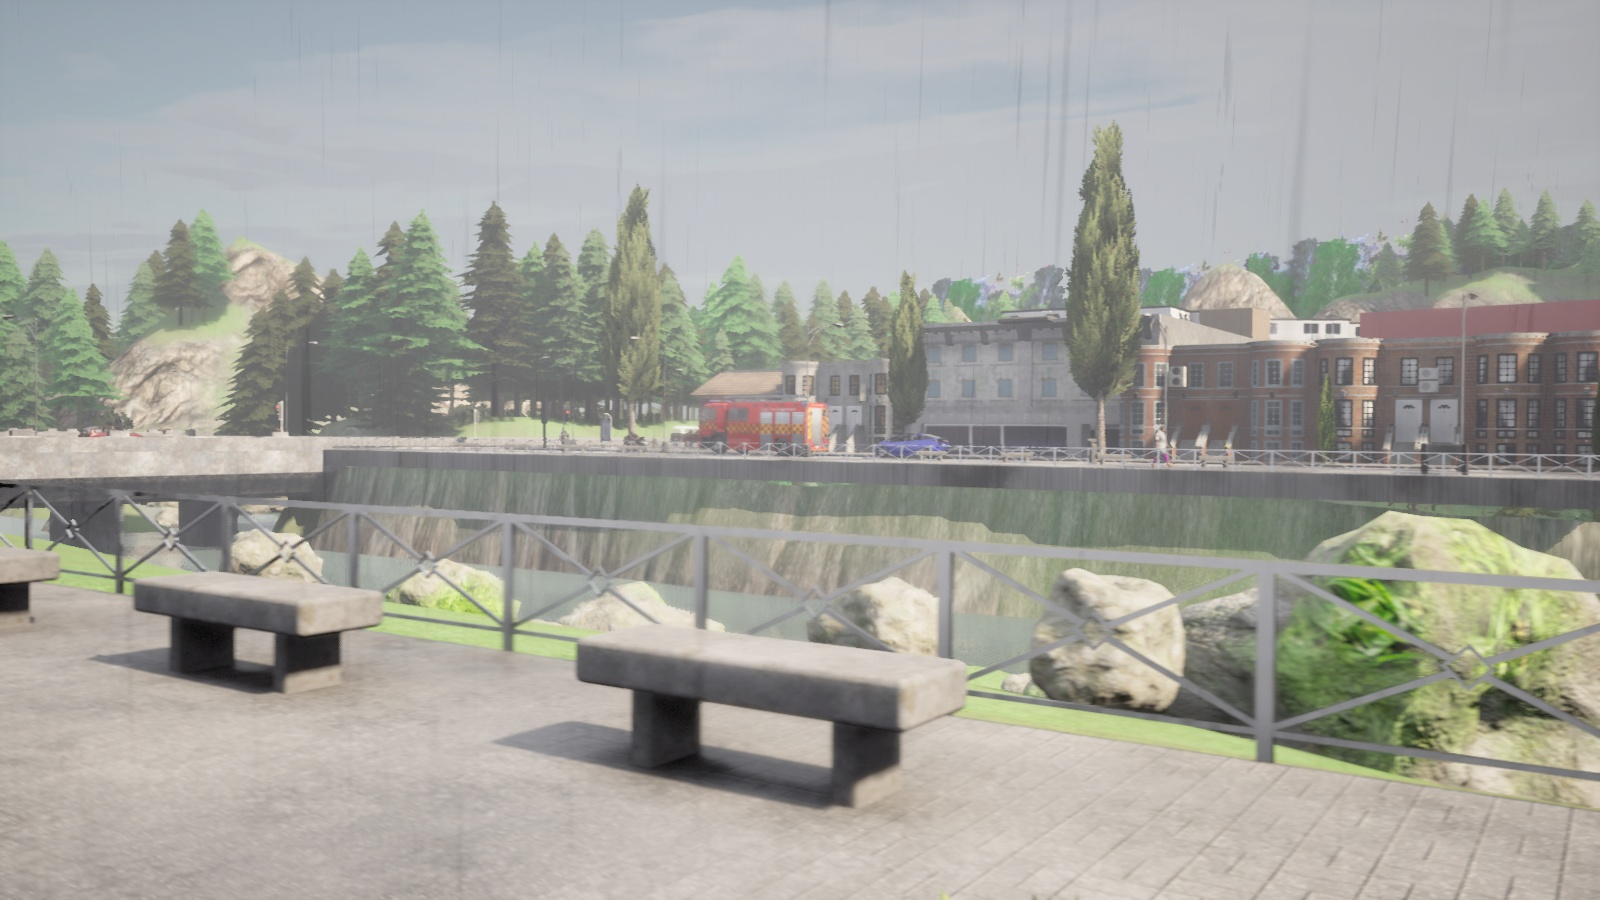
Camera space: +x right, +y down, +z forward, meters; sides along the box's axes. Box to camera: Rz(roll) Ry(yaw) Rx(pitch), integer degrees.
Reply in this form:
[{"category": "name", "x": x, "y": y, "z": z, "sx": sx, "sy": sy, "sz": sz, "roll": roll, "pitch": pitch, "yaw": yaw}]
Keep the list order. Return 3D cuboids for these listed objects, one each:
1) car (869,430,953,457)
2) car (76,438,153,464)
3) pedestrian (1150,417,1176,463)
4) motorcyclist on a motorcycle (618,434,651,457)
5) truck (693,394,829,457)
[{"category": "car", "x": 6.519, "y": -0.389, "z": 73.908, "sx": 4.514, "sy": 1.525, "sz": 2.007, "roll": 0, "pitch": 1, "yaw": 34}, {"category": "car", "x": -41.879, "y": 0.040, "z": 76.826, "sx": 1.789, "sy": 1.549, "sz": 3.705, "roll": 0, "pitch": 1, "yaw": 34}, {"category": "pedestrian", "x": 15.690, "y": -0.441, "z": 54.262, "sx": 0.873, "sy": 1.952, "sz": 0.659, "roll": 0, "pitch": 1, "yaw": 38}, {"category": "motorcyclist on a motorcycle", "x": -11.309, "y": -0.301, "z": 85.745, "sx": 2.191, "sy": 1.530, "sz": 0.866, "roll": 0, "pitch": 1, "yaw": 34}, {"category": "truck", "x": -2.533, "y": -1.501, "z": 79.895, "sx": 8.468, "sy": 3.827, "sz": 2.891, "roll": 0, "pitch": 1, "yaw": 34}]
